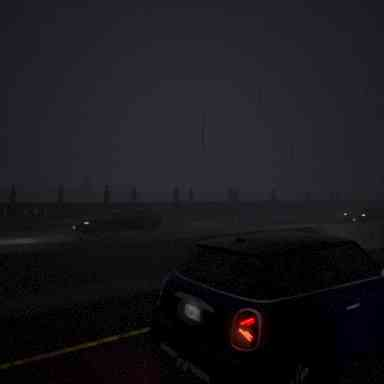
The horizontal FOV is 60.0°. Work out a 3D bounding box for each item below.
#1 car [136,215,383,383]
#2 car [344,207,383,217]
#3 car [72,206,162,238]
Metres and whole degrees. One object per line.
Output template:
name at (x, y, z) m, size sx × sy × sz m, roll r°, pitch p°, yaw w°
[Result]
car at (1.732, 1.395, 4.984) m, size 4.553 × 1.767 × 2.097 m, roll 1°, pitch 0°, yaw -36°
car at (14.390, 1.880, 27.154) m, size 4.718 × 1.301 × 1.895 m, roll 1°, pitch 0°, yaw -35°
car at (-3.991, 1.565, 18.344) m, size 4.902 × 1.511 × 2.128 m, roll 1°, pitch 0°, yaw -35°
